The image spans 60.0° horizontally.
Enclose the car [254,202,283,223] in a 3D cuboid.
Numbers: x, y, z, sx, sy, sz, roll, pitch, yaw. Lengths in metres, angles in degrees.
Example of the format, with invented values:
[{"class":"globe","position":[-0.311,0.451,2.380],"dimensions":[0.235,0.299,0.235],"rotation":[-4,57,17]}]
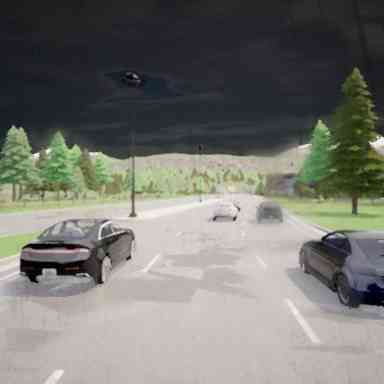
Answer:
[{"class":"car","position":[6.100,1.554,26.408],"dimensions":[1.837,1.490,4.892],"rotation":[0,0,9]}]

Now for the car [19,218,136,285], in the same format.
[{"class":"car","position":[-2.919,1.498,9.534],"dimensions":[2.128,1.511,4.902],"rotation":[0,0,3]}]

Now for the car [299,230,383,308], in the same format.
[{"class":"car","position":[3.999,1.584,7.929],"dimensions":[1.994,1.385,4.181],"rotation":[0,0,3]}]

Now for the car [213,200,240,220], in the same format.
[{"class":"car","position":[2.877,1.571,28.201],"dimensions":[1.812,1.442,4.674],"rotation":[0,0,10]}]
